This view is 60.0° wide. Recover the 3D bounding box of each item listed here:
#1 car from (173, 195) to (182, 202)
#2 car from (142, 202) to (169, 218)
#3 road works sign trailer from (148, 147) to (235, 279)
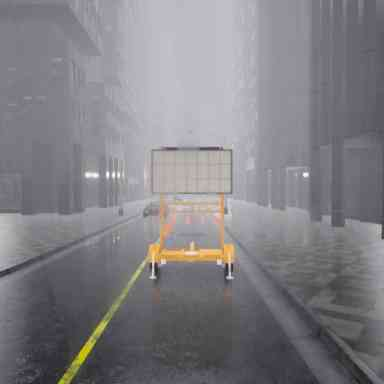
[{"bbox_3d":[-3.033,1.385,70.349,1.837,1.490,4.892,0,0,0],"label":"car"},{"bbox_3d":[-3.115,1.536,29.118,1.994,1.385,4.181,0,0,0],"label":"car"},{"bbox_3d":[0.003,0.458,10.014,2.380,3.560,2.880,0,0,1],"label":"road works sign trailer"}]
